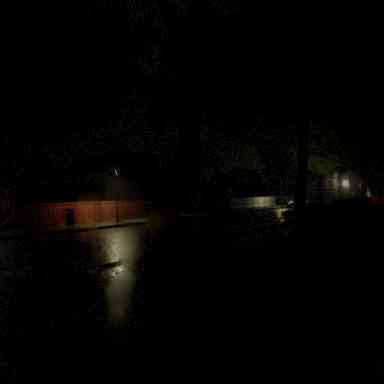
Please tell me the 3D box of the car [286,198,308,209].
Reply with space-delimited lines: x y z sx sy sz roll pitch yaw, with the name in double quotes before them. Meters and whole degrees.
"car" 14.746 1.533 46.199 1.812 1.442 4.674 0 0 35
